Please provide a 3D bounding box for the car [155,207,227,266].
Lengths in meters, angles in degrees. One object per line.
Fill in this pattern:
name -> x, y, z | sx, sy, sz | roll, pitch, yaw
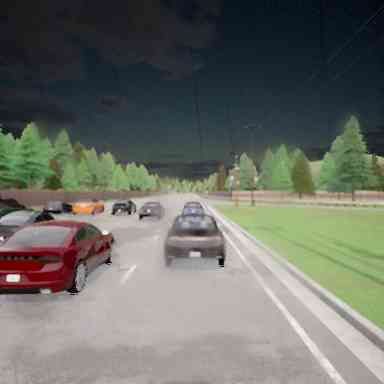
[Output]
car -> 0.094, 1.498, 11.502 | 2.128, 1.511, 4.902 | 0, 0, 0

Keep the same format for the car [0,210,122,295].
car -> -3.410, 1.483, 8.834 | 1.882, 1.535, 5.008 | 0, 0, 0

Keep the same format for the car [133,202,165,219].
car -> -3.397, 1.563, 28.757 | 2.033, 1.411, 5.357 | 0, 0, 0

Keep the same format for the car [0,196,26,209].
car -> -10.398, 1.231, 17.556 | 2.150, 2.045, 5.566 | 0, 0, 0

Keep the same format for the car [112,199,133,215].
car -> -6.896, 1.523, 34.266 | 1.837, 1.490, 4.892 | 0, 0, 0

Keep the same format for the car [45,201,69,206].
car -> -13.896, 1.583, 34.690 | 1.994, 1.385, 4.181 | 0, 0, 0

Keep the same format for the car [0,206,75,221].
car -> -6.907, 1.534, 14.309 | 1.812, 1.442, 4.674 | 0, 0, 0

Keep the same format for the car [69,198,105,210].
car -> -10.397, 1.370, 33.922 | 2.097, 1.767, 4.553 | 0, 0, 0

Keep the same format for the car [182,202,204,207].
car -> 0.103, 1.563, 28.831 | 2.033, 1.411, 5.357 | 0, 0, 0
